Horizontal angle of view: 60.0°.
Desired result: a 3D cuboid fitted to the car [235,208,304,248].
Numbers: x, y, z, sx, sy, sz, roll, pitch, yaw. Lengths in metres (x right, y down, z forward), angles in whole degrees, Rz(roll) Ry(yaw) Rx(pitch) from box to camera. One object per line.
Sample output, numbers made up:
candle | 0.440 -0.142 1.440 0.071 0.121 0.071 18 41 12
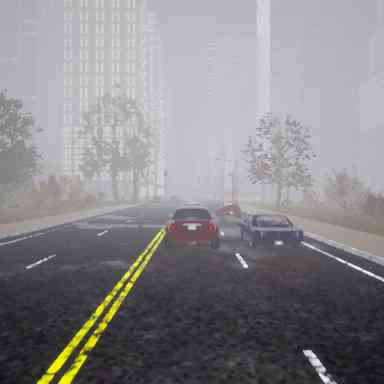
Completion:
car | 3.255 1.616 14.656 1.895 1.301 4.718 0 0 0

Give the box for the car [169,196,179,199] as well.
car | -3.227 1.519 62.654 1.812 1.442 4.674 0 0 0

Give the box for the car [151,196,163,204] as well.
car | -6.477 1.519 62.655 1.837 1.490 4.892 0 0 0

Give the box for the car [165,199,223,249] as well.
car | 0.005 1.365 14.598 2.097 1.767 4.553 0 0 0

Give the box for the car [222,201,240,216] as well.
car | 3.261 1.527 29.627 1.812 1.442 4.674 0 0 0
